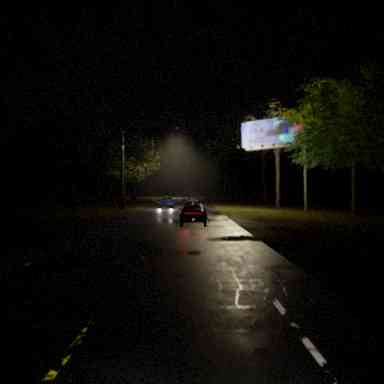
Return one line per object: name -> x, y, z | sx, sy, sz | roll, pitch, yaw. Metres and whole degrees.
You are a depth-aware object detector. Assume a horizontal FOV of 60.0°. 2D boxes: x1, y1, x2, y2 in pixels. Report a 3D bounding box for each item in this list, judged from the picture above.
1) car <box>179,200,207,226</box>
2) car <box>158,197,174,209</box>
car -> 0.095, 1.569, 23.971 | 2.128, 1.511, 4.902 | 0, 0, 0
car -> -3.510, 1.484, 46.038 | 1.812, 1.442, 4.674 | 0, 0, 0
